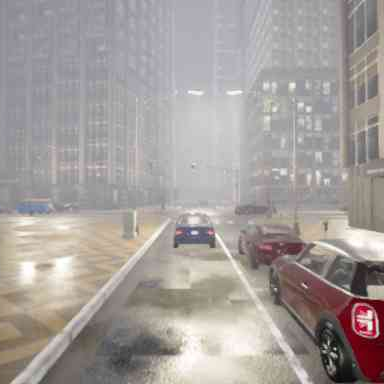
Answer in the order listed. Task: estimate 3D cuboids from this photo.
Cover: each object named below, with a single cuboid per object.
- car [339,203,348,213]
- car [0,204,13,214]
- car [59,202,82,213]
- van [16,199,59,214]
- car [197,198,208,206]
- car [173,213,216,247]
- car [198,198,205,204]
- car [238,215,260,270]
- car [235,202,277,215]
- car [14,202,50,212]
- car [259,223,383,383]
[{"bbox_3d":[19.543,1.518,37.886,5.009,1.841,2.192,-1,-1,11],"label":"car"},{"bbox_3d":[-23.251,2.014,39.204,4.206,1.307,1.802,-1,-1,14],"label":"car"},{"bbox_3d":[-17.458,2.134,46.186,4.403,1.369,2.008,-1,-1,14],"label":"car"},{"bbox_3d":[-17.833,1.721,38.022,3.998,1.788,1.690,-1,-1,14],"label":"van"},{"bbox_3d":[2.569,2.184,71.451,1.947,1.339,4.313,1,-1,0],"label":"car"},{"bbox_3d":[0.098,1.671,15.534,2.033,1.411,5.357,0,0,0],"label":"car"},{"bbox_3d":[2.568,2.308,88.311,1.752,1.417,4.829,1,-1,0],"label":"car"},{"bbox_3d":[2.575,1.669,11.049,1.802,1.307,4.206,1,0,0],"label":"car"},{"bbox_3d":[6.458,1.724,33.629,4.181,1.385,1.994,0,-2,-21],"label":"car"},{"bbox_3d":[-22.875,2.185,47.534,4.507,1.381,1.887,-1,-1,14],"label":"car"},{"bbox_3d":[2.578,1.483,5.483,1.967,1.590,4.097,1,0,0],"label":"car"}]
